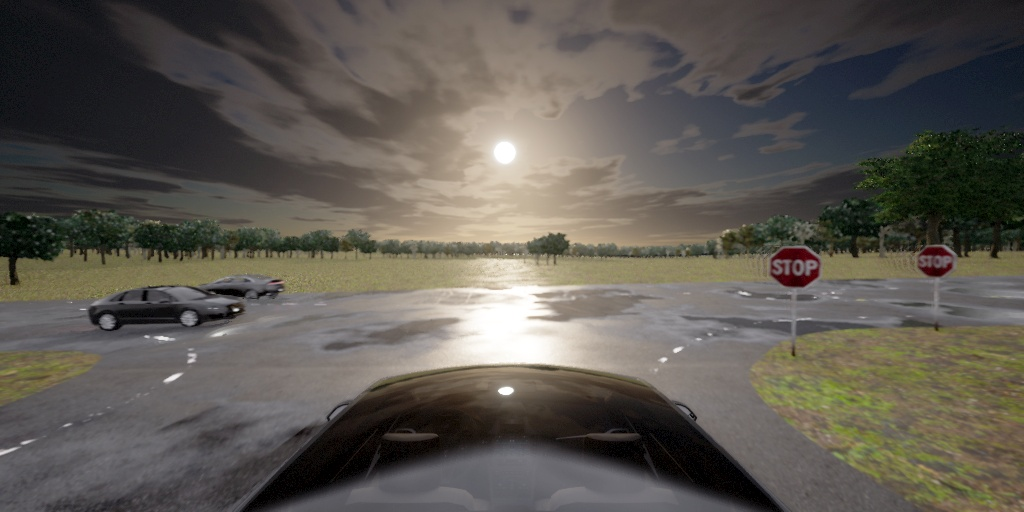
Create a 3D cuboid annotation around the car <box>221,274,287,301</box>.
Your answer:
[{"bbox_3d":[-15.624,1.814,20.466,4.902,1.511,2.128,-2,1,0],"label":"car"}]

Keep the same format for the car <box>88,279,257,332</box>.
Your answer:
[{"bbox_3d":[-12.814,1.869,13.473,4.892,1.490,1.837,-2,1,0],"label":"car"}]
